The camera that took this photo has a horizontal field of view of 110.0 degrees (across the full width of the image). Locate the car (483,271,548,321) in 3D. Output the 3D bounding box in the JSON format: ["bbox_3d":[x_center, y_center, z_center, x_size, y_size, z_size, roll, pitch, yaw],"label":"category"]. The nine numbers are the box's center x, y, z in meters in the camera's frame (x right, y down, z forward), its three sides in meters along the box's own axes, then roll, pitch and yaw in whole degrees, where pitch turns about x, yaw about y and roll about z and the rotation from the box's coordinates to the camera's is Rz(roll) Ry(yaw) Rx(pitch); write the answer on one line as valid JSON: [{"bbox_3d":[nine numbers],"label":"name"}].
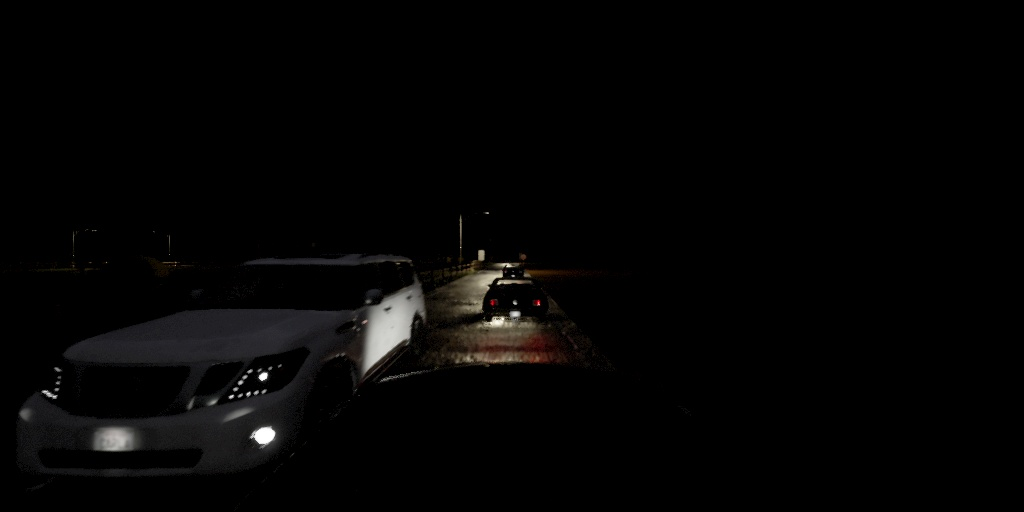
[{"bbox_3d":[0.098,1.356,12.409,1.895,1.301,4.718,0,0,0],"label":"car"}]

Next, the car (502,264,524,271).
[{"bbox_3d":[0.098,1.375,32.178,1.895,1.301,4.718,0,0,0],"label":"car"}]

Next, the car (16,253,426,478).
[{"bbox_3d":[-2.851,0.973,5.335,2.150,2.045,5.566,0,0,0],"label":"car"}]
